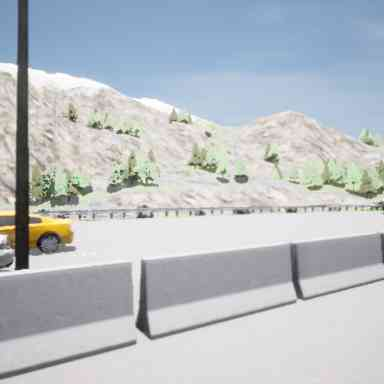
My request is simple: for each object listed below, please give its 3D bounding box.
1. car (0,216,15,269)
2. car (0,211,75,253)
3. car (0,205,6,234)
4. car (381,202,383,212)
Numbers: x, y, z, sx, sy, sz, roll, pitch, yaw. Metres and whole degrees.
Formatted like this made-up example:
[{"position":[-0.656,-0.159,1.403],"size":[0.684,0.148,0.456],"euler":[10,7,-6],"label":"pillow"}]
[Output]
[{"position":[-6.769,1.483,7.660],"size":[4.674,1.442,1.812],"euler":[0,0,-35],"label":"car"},{"position":[-6.829,1.434,11.896],"size":[5.008,1.535,1.882],"euler":[0,0,-35],"label":"car"},{"position":[-12.147,1.450,16.721],"size":[4.674,1.442,1.812],"euler":[0,0,-35],"label":"car"},{"position":[23.259,1.353,36.156],"size":[5.566,2.045,2.150],"euler":[0,0,-22],"label":"car"}]
